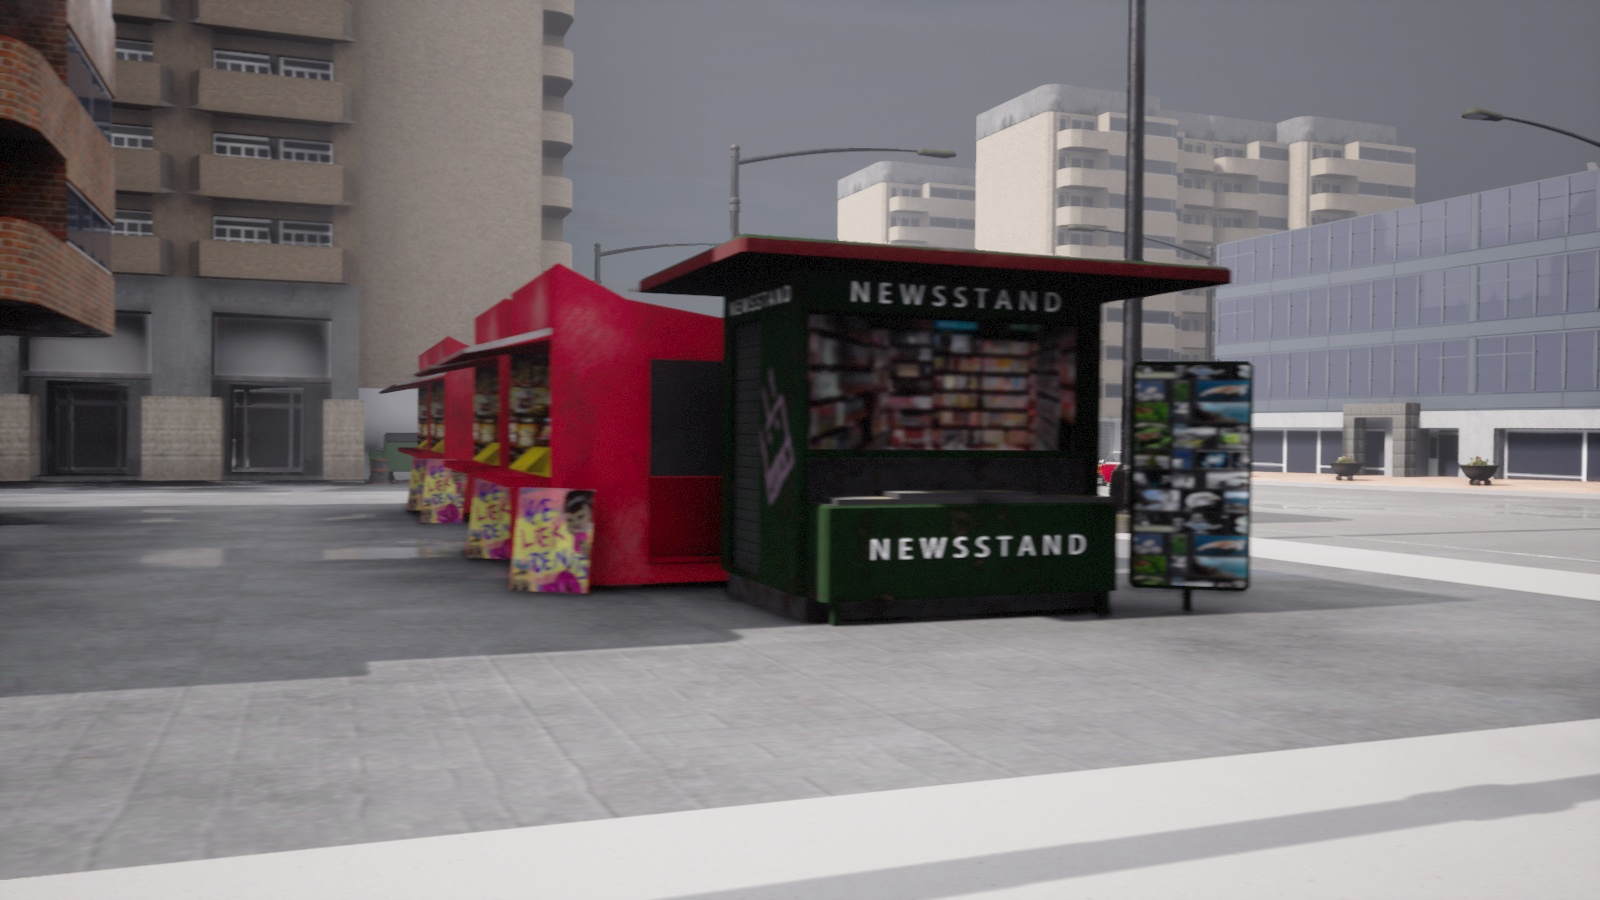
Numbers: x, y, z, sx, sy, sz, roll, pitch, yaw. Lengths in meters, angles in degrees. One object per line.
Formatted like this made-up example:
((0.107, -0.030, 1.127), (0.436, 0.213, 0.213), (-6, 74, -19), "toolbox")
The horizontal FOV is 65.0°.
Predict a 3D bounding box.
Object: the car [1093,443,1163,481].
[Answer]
((12.140, 0.434, 46.607), (1.481, 1.376, 2.207), (-1, 0, -21), "car")
